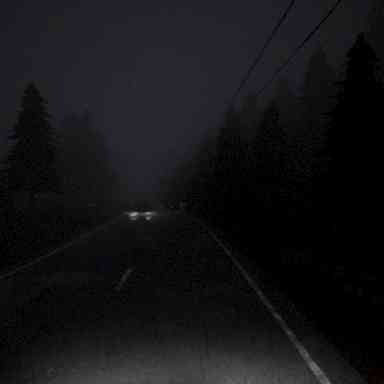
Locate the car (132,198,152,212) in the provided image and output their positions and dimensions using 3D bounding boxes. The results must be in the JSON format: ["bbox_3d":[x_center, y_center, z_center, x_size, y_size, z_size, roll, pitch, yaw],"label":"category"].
[{"bbox_3d":[-5.595,1.392,37.449,1.882,1.535,5.008,0,0,-6],"label":"car"}]

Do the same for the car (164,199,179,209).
[{"bbox_3d":[-2.659,1.502,42.240,1.895,1.301,4.718,0,0,-6],"label":"car"}]
